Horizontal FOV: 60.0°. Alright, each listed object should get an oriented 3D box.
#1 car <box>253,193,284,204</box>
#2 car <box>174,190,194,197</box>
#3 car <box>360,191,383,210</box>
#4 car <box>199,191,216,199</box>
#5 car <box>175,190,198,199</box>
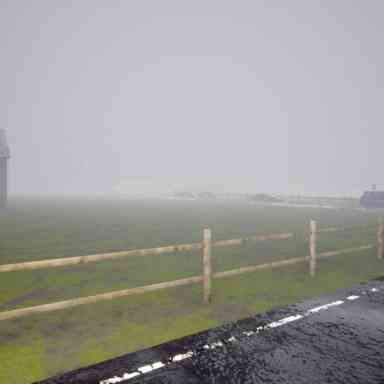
[{"bbox_3d":[10.918,0.898,47.715,1.882,1.535,5.008,0,1,-35],"label":"car"},{"bbox_3d":[-1.836,0.362,71.785,1.837,1.490,4.892,0,1,-36],"label":"car"},{"bbox_3d":[20.444,0.938,34.510,2.150,2.045,5.566,0,1,-37],"label":"car"},{"bbox_3d":[2.729,0.597,65.443,1.837,1.490,4.892,0,1,-35],"label":"car"},{"bbox_3d":[-1.150,0.613,64.772,1.994,1.385,4.181,0,1,-35],"label":"car"}]
